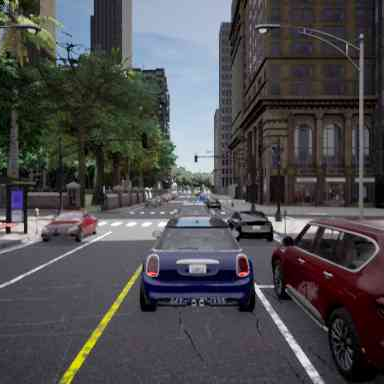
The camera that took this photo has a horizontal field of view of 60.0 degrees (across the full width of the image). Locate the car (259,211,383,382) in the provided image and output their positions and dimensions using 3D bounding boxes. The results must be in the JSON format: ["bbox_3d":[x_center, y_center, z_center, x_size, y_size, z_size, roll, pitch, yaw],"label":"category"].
[{"bbox_3d":[2.754,1.312,5.382,2.192,1.841,5.009,0,0,0],"label":"car"}]

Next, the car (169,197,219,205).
[{"bbox_3d":[0.088,1.341,17.414,2.097,1.767,4.553,0,0,0],"label":"car"}]

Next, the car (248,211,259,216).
[{"bbox_3d":[2.747,1.556,16.233,1.947,1.339,4.313,0,0,0],"label":"car"}]

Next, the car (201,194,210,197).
[{"bbox_3d":[2.720,1.478,53.680,1.752,1.417,4.829,0,0,0],"label":"car"}]

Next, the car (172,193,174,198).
[{"bbox_3d":[-5.822,1.235,75.205,2.192,1.841,5.009,0,0,0],"label":"car"}]

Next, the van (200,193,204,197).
[{"bbox_3d":[2.715,1.287,58.930,1.690,1.788,3.998,0,0,0],"label":"van"}]

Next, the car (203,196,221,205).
[{"bbox_3d":[2.728,1.531,42.670,1.947,1.339,4.313,0,0,0],"label":"car"}]

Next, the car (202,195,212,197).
[{"bbox_3d":[2.724,1.525,48.090,1.947,1.339,4.313,0,0,0],"label":"car"}]

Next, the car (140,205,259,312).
[{"bbox_3d":[0.097,1.348,7.880,2.097,1.767,4.553,0,0,0],"label":"car"}]

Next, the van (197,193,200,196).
[{"bbox_3d":[2.700,1.251,80.612,1.690,1.788,3.998,0,0,0],"label":"van"}]

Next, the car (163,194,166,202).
[{"bbox_3d":[-5.806,1.393,53.523,1.967,1.590,4.097,0,0,0],"label":"car"}]

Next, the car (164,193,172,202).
[{"bbox_3d":[-5.817,1.370,69.785,1.967,1.590,4.097,0,0,0],"label":"car"}]

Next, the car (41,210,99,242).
[{"bbox_3d":[-5.778,1.572,16.244,1.802,1.307,4.206,0,0,0],"label":"car"}]

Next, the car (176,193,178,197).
[{"bbox_3d":[-5.833,1.204,91.466,2.192,1.841,5.009,0,0,0],"label":"car"}]

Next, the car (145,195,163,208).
[{"bbox_3d":[-5.801,1.510,48.104,2.008,1.369,4.403,0,0,0],"label":"car"}]
